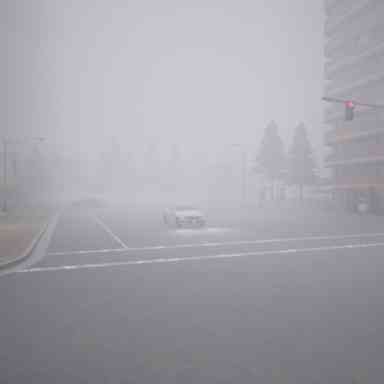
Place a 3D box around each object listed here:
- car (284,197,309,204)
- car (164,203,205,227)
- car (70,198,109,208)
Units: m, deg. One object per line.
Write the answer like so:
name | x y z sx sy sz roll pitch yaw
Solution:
car | 17.683 1.482 55.550 5.357 1.411 2.033 0 0 -20
car | -0.646 1.523 22.842 1.812 1.442 4.674 0 0 -20
car | -14.787 1.508 48.113 5.357 1.411 2.033 0 0 11
